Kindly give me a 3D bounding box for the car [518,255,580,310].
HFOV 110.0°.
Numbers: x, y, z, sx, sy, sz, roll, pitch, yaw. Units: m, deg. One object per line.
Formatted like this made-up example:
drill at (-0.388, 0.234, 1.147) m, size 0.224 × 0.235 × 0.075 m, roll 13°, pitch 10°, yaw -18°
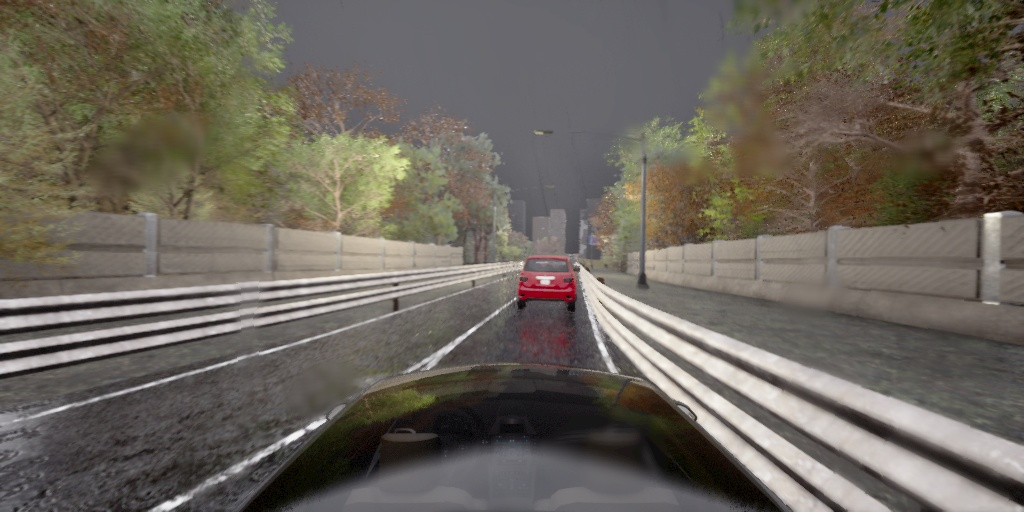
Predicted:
car at (1.611, 1.001, 15.097) m, size 2.150 × 2.045 × 5.566 m, roll 1°, pitch 0°, yaw 10°
